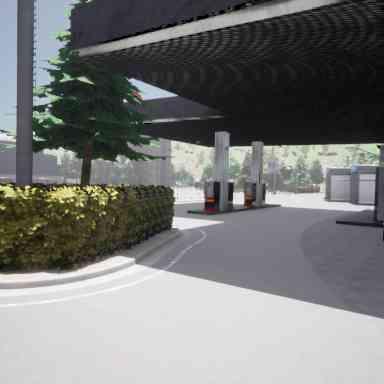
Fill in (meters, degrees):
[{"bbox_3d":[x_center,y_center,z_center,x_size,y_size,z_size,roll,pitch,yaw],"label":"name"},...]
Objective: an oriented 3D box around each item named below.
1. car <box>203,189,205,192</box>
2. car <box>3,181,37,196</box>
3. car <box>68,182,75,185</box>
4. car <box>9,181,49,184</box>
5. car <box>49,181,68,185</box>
[{"bbox_3d":[4.686,-0.310,65.637,5.027,1.636,2.152,2,2,35],"label":"car"},{"bbox_3d":[-21.902,-0.472,42.394,4.605,1.855,1.932,2,2,35],"label":"car"},{"bbox_3d":[-25.645,-1.289,68.024,4.605,1.855,1.932,2,2,35],"label":"car"},{"bbox_3d":[-17.351,-0.184,35.189,3.866,1.878,1.905,2,2,35],"label":"car"},{"bbox_3d":[-26.976,-1.264,65.408,3.866,1.878,1.905,2,2,35],"label":"car"}]
